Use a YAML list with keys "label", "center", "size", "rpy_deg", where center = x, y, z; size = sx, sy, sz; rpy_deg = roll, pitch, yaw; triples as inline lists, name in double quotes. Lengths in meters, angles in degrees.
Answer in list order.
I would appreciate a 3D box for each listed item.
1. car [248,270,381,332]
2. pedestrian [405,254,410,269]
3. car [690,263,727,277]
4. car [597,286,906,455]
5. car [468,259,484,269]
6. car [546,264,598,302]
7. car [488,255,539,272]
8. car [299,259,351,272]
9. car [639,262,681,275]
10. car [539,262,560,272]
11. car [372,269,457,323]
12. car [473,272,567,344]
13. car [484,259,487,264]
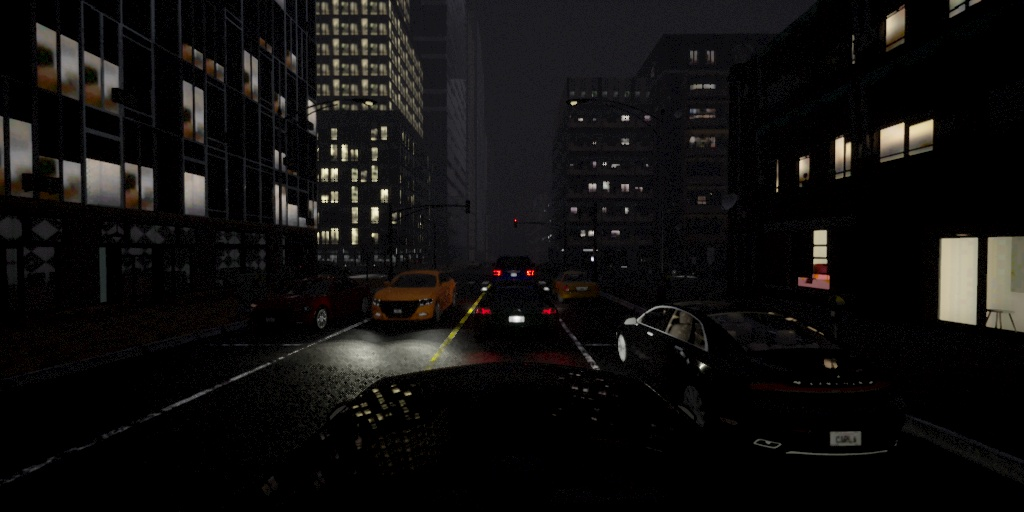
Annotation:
- label: "car"
  center: [-5.825, 1.291, 10.897]
  size: [1.888, 1.381, 4.507]
  rpy_deg: [0, 0, 0]
- label: "pedestrian"
  center: [-12.563, 0.662, 42.953]
  size: [0.375, 1.860, 0.375]
  rpy_deg: [0, 0, 1]
- label: "car"
  center: [21.366, 1.448, 36.963]
  size: [5.357, 1.411, 2.033]
  rpy_deg: [0, 1, 1]
- label: "car"
  center: [2.817, 1.299, 5.198]
  size: [2.007, 1.370, 4.403]
  rpy_deg: [0, 0, 0]
- label: "car"
  center: [-5.709, 1.254, 54.269]
  size: [1.751, 1.417, 4.829]
  rpy_deg: [0, 0, 0]
- label: "car"
  center: [2.813, 1.268, 16.657]
  size: [1.751, 1.417, 4.829]
  rpy_deg: [0, 0, 0]
- label: "car"
  center: [0.087, 0.964, 19.429]
  size: [2.150, 2.045, 5.566]
  rpy_deg: [0, 0, 0]
- label: "car"
  center: [-17.870, 1.148, 34.291]
  size: [4.674, 1.442, 1.812]
  rpy_deg: [1, 1, 2]
- label: "car"
  center: [16.295, 1.365, 39.630]
  size: [4.403, 1.370, 2.007]
  rpy_deg: [0, 0, 1]
- label: "car"
  center: [3.982, 1.295, 39.156]
  size: [4.181, 1.385, 1.994]
  rpy_deg: [0, 1, 29]
- label: "car"
  center: [-3.108, 1.222, 12.251]
  size: [1.882, 1.535, 5.008]
  rpy_deg: [0, 0, 0]
- label: "car"
  center: [0.095, 1.310, 9.621]
  size: [1.994, 1.385, 4.181]
  rpy_deg: [0, 0, 0]
- label: "car"
  center: [-5.711, 1.292, 60.093]
  size: [1.948, 1.339, 4.313]
  rpy_deg: [0, 0, 0]
